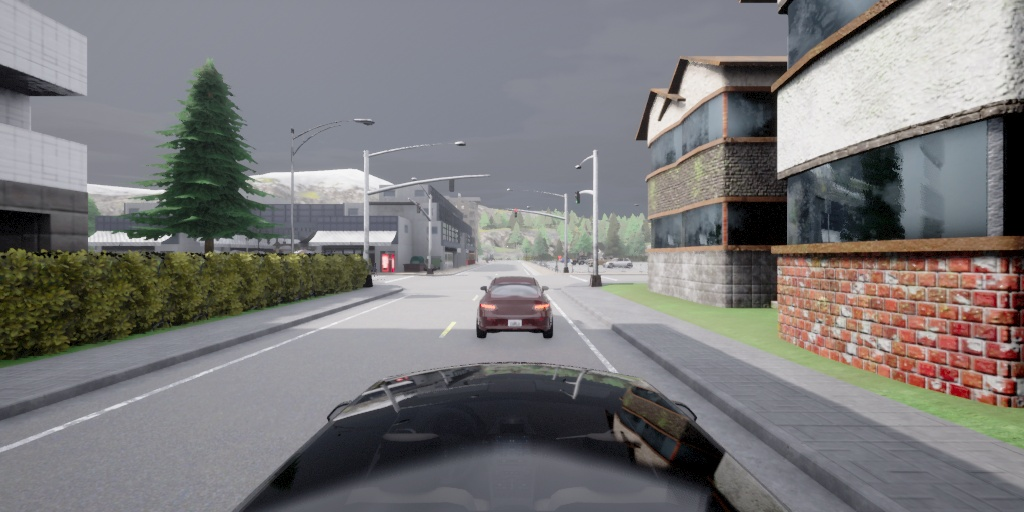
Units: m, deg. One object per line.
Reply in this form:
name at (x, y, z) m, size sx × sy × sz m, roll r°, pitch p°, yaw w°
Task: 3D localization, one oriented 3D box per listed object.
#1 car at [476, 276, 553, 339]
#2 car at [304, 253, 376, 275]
car at (0.071, 1.276, 10.003) m, size 1.812 × 1.442 × 4.674 m, roll 0°, pitch 0°, yaw 0°
car at (-13.213, 0.794, 26.960) m, size 5.566 × 2.045 × 2.150 m, roll 0°, pitch 0°, yaw -1°
